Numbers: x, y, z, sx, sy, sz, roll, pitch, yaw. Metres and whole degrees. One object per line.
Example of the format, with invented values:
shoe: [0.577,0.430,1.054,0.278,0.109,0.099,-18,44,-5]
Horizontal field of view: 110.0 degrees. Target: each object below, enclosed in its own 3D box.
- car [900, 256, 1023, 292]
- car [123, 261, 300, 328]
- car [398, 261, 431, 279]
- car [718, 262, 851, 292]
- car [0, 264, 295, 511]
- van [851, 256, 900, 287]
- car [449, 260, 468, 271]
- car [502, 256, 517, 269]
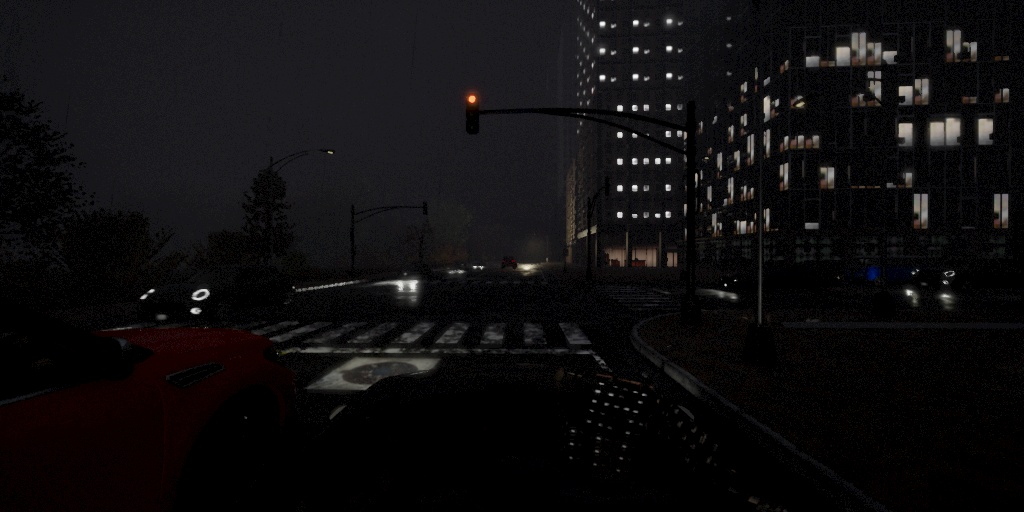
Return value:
car: [23.436,0.870,18.281,4.553,1.767,2.097,0,0,4]
car: [-9.623,1.100,12.158,2.097,1.767,4.553,0,0,2]
car: [-8.611,1.235,32.024,2.128,1.511,4.902,0,0,4]
car: [14.041,1.138,18.939,5.357,1.411,2.033,0,0,4]
car: [-3.118,0.972,1.001,2.150,2.045,5.566,0,0,0]
van: [22.115,0.856,21.096,3.998,1.789,1.690,0,0,4]
car: [-7.470,1.293,50.575,2.033,1.411,5.357,0,0,4]
car: [-0.367,0.972,56.956,2.150,2.045,5.566,0,0,4]
